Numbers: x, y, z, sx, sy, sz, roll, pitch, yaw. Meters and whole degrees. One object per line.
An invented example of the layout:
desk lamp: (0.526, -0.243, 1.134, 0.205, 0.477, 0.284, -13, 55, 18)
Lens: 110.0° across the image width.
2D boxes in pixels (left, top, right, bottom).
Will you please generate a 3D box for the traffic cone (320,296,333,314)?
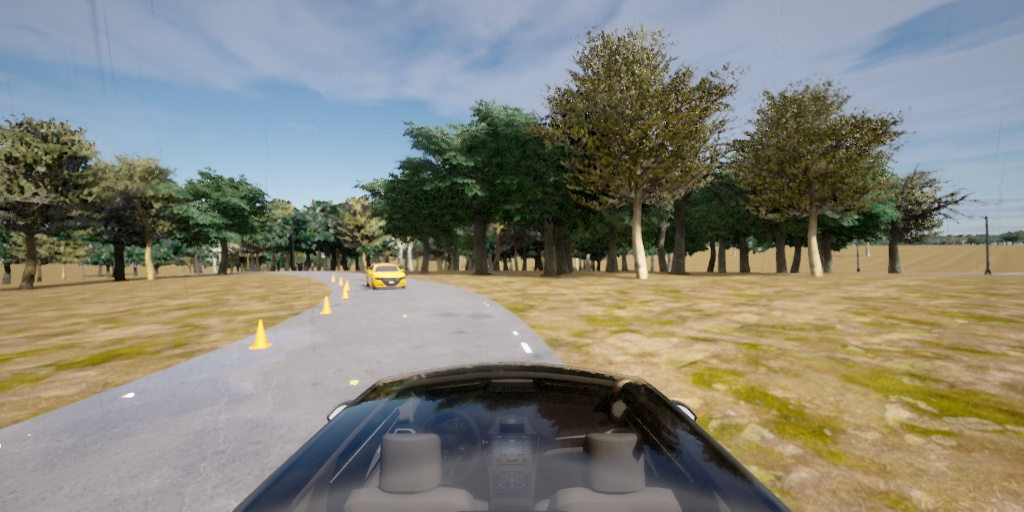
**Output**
traffic cone: (-6.426, 1.674, 12.420, 0.340, 0.580, 0.340, 0, 0, -15)

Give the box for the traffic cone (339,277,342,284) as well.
traffic cone: (-12.110, 1.759, 25.390, 0.340, 0.580, 0.340, 0, 0, -31)

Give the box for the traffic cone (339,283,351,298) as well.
traffic cone: (-7.861, 1.683, 16.914, 0.340, 0.580, 0.340, 0, 0, -21)

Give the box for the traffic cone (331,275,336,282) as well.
traffic cone: (-14.737, 1.821, 29.568, 0.340, 0.580, 0.340, 0, 0, -33)

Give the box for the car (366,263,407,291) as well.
car: (-7.837, 1.211, 22.186, 1.882, 1.535, 5.008, 0, 0, -27)

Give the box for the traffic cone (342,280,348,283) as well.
traffic cone: (-9.757, 1.712, 21.235, 0.340, 0.580, 0.340, 0, 0, -27)

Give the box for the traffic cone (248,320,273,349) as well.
traffic cone: (-5.466, 1.682, 7.801, 0.340, 0.580, 0.340, 0, 0, -9)
